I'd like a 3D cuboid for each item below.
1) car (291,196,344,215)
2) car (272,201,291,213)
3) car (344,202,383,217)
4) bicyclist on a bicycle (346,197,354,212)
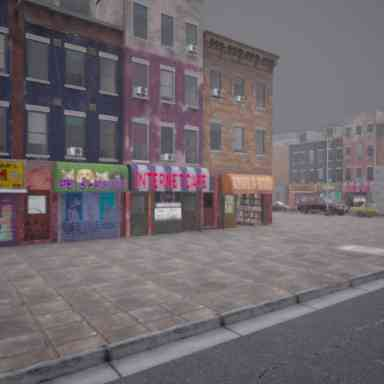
[{"bbox_3d":[12.930,1.377,33.390,2.192,1.841,5.009,0,0,-35],"label":"car"},{"bbox_3d":[9.765,1.658,37.829,1.802,1.307,4.206,0,0,-35],"label":"car"},{"bbox_3d":[16.194,1.573,28.813,1.752,1.417,4.829,0,0,-35],"label":"car"},{"bbox_3d":[17.485,1.373,36.729,1.656,1.620,0.582,0,0,-35],"label":"bicyclist on a bicycle"}]
